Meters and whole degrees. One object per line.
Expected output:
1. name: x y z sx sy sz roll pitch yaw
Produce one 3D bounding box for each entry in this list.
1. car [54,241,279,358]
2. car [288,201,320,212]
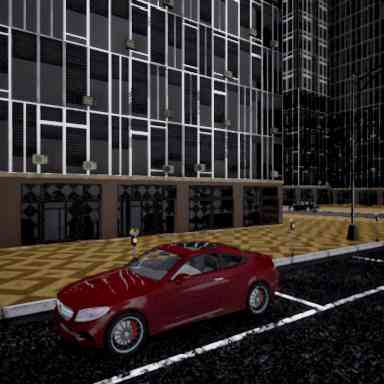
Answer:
1. car: -0.205 1.587 5.953 4.206 1.307 1.802 0 0 -35
2. car: 15.183 1.956 45.292 2.008 1.369 4.403 -1 0 -36
